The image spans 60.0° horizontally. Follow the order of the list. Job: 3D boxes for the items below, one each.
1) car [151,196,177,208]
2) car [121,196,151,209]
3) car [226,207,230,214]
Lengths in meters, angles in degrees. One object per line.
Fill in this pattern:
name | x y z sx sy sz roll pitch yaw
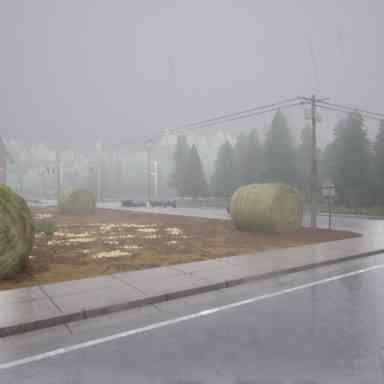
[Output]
car | -4.199 1.386 47.881 2.097 1.767 4.553 0 0 -38
car | -8.267 1.385 47.270 2.097 1.767 4.553 0 0 -38
car | 5.371 1.635 29.923 1.895 1.301 4.718 0 0 -38
